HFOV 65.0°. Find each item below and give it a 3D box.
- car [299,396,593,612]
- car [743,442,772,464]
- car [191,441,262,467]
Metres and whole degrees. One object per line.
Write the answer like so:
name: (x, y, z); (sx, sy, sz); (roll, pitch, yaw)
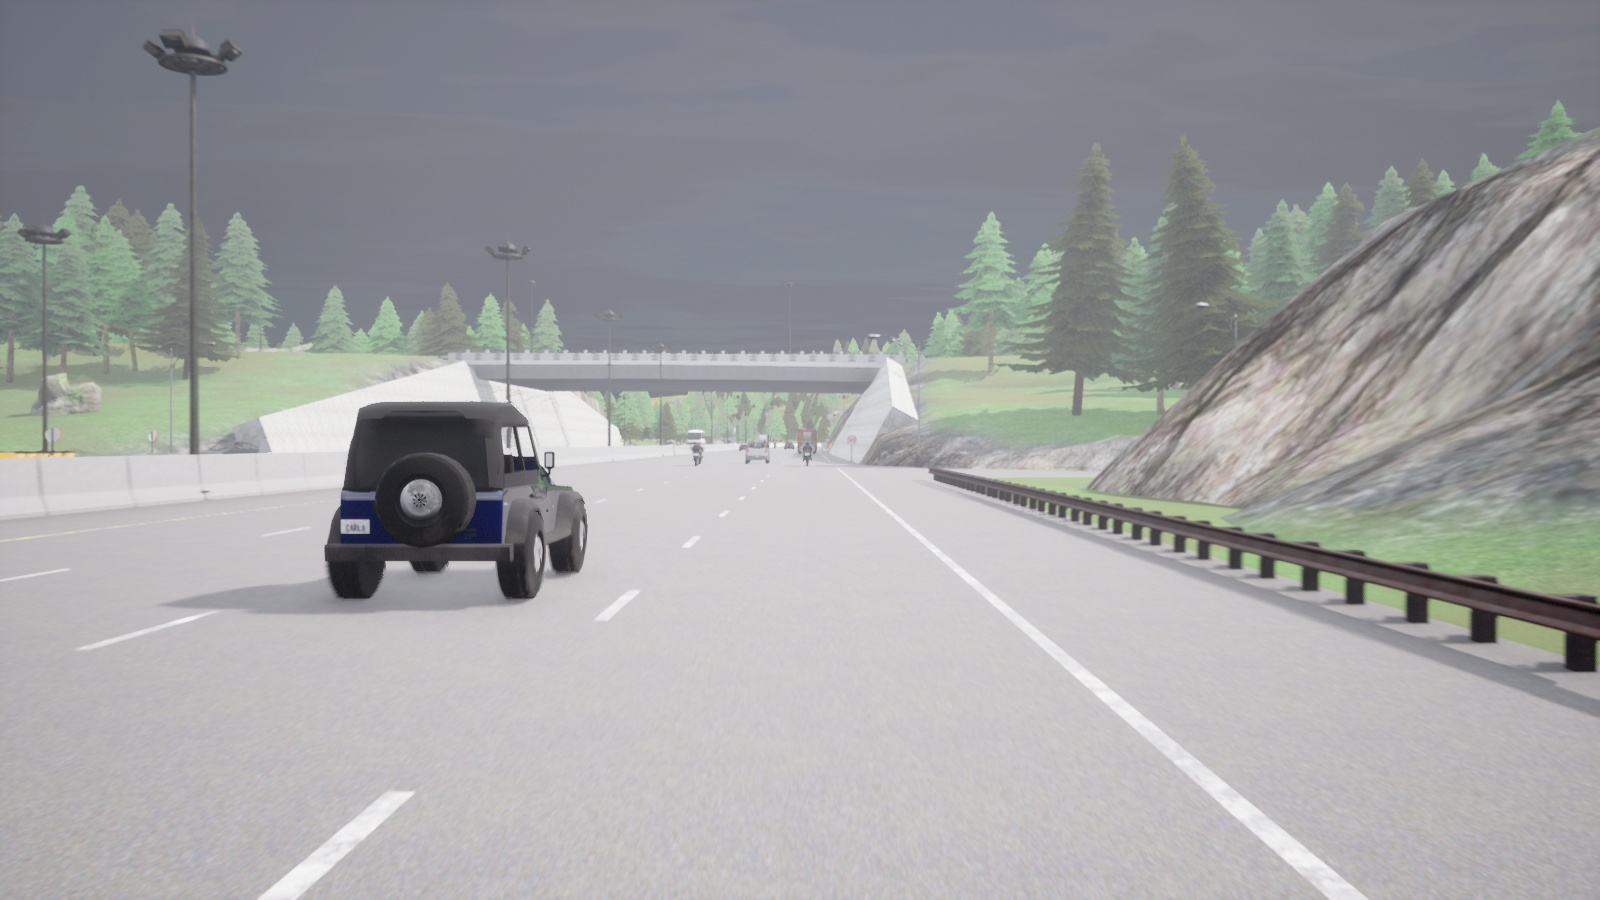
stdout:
car: (-3.412, 0.459, 12.897); (1.905, 1.878, 3.866); (0, 0, 0)
car: (-2.983, 0.202, 88.723); (1.845, 1.501, 3.633); (0, 0, 0)
car: (-34.450, 0.223, 75.515); (1.789, 1.549, 3.705); (0, 0, 19)
